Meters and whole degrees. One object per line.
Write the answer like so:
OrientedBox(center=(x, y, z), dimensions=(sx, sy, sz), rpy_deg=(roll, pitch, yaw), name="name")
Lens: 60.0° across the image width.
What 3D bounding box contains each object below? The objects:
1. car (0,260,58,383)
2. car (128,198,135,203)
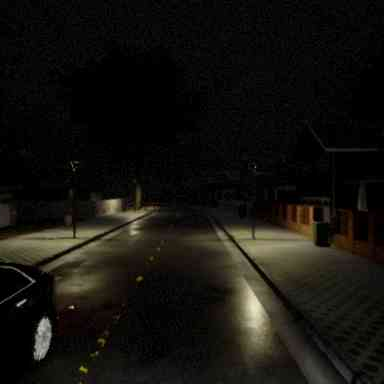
OrientedBox(center=(-2.847, 1.511, 2.957), dimensions=(1.837, 1.490, 4.892), rpy_deg=(0, 0, 0), name="car")
OrientedBox(center=(-16.286, 2.273, 89.425), dimensions=(1.812, 1.442, 4.674), rpy_deg=(0, 0, -30), name="car")
